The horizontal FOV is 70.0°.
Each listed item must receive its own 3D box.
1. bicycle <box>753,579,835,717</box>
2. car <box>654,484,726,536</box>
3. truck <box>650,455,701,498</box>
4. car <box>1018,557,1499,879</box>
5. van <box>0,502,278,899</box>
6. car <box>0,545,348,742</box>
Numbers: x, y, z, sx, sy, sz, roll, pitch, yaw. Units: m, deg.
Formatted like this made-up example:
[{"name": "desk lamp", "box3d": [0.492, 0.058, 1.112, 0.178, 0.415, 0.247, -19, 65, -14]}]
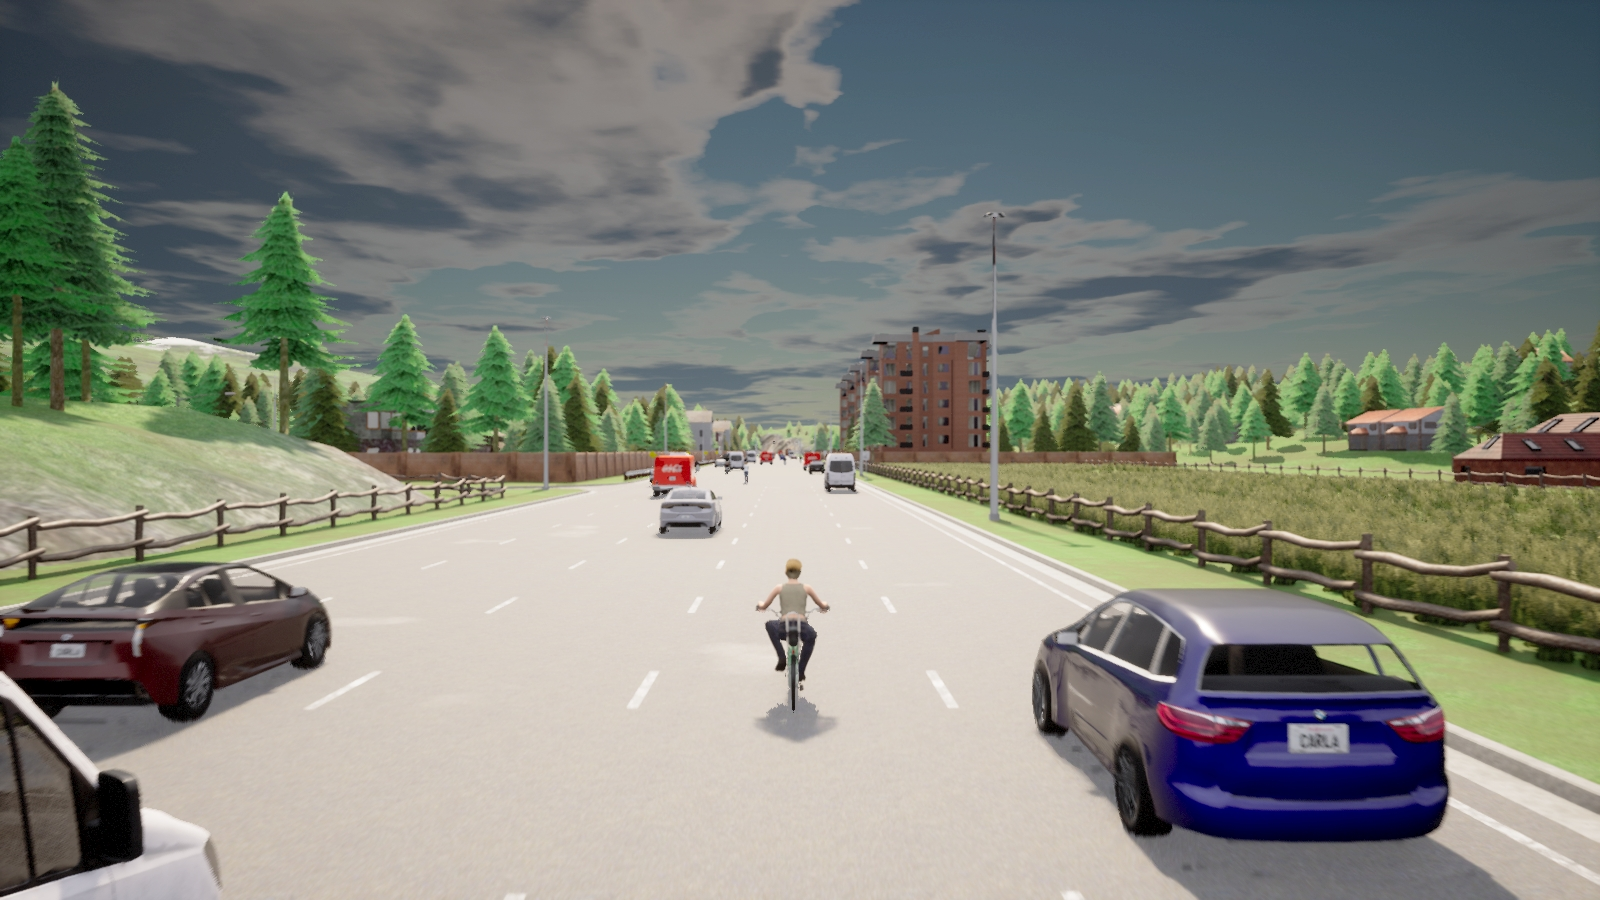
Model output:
[{"name": "bicycle", "box3d": [-0.076, 2.162, 12.745, 0.859, 1.276, 1.487, 0, 0, -1]}, {"name": "car", "box3d": [-3.792, 2.047, 40.118, 2.097, 1.535, 5.006, 0, 0, 0]}, {"name": "truck", "box3d": [-7.646, 1.592, 70.754, 2.627, 2.467, 5.204, 0, 0, -1]}, {"name": "car", "box3d": [3.450, 1.972, 9.803, 2.242, 1.667, 4.611, 0, 0, 0]}, {"name": "van", "box3d": [-3.513, 1.536, 2.588, 1.988, 2.561, 5.915, 0, 0, 0]}, {"name": "car", "box3d": [-7.121, 2.044, 13.230, 2.007, 1.525, 4.514, 0, 0, 0]}]
